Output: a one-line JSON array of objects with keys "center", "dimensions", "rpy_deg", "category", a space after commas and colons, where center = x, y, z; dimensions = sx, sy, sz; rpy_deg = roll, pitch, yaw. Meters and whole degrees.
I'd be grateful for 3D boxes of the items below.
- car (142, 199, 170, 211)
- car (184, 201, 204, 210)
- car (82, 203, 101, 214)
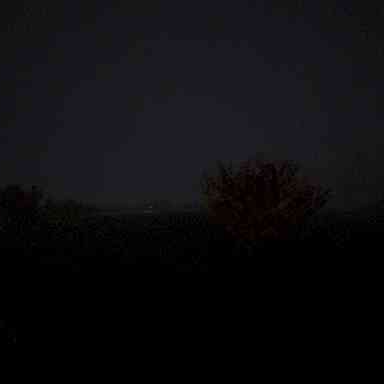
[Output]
[{"center": [-6.157, 2.162, 57.501], "dimensions": [2.150, 2.045, 5.566], "rpy_deg": [-2, -2, 35], "category": "car"}, {"center": [0.344, 2.432, 60.296], "dimensions": [1.812, 1.442, 4.674], "rpy_deg": [-2, -2, 36], "category": "car"}, {"center": [-14.650, 2.306, 45.731], "dimensions": [1.812, 1.442, 4.674], "rpy_deg": [-2, -2, 36], "category": "car"}]
